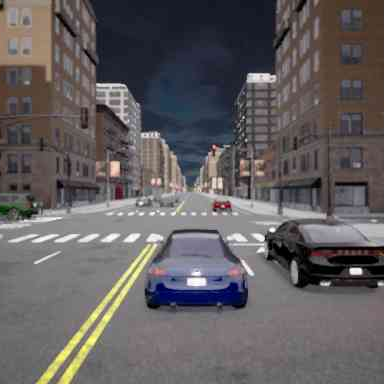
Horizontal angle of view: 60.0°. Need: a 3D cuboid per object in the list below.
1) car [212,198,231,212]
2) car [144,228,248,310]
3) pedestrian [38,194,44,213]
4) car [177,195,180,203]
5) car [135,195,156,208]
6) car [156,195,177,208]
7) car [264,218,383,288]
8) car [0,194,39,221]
[{"bbox_3d":[3.297,1.366,37.666,1.882,1.535,5.008,0,0,0],"label":"car"},{"bbox_3d":[0.077,1.541,7.846,1.994,1.385,4.181,0,0,0],"label":"car"},{"bbox_3d":[-14.185,1.077,31.148,0.375,1.860,0.375,0,0,0],"label":"pedestrian"},{"bbox_3d":[-3.369,1.309,63.077,1.837,1.490,4.892,0,1,1],"label":"car"},{"bbox_3d":[-6.651,1.354,45.833,2.128,1.511,4.902,0,0,0],"label":"car"},{"bbox_3d":[-3.402,1.368,45.681,1.837,1.490,4.892,0,0,0],"label":"car"},{"bbox_3d":[3.325,1.451,9.225,1.882,1.535,5.008,0,0,0],"label":"car"},{"bbox_3d":[-14.820,1.152,25.779,5.566,2.045,2.150,0,0,1],"label":"car"}]
